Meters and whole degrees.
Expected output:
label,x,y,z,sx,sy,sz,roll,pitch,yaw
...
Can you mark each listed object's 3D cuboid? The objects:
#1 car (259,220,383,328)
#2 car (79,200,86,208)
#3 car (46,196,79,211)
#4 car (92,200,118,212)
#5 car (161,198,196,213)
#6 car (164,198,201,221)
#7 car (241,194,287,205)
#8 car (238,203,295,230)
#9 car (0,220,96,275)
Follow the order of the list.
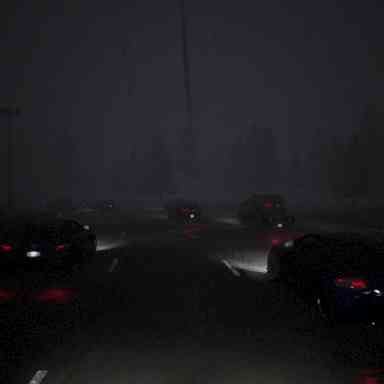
label,x,y,z,sx,sy,sz,roll,pitch,yaw
car,3.080,1.564,7.165,1.994,1.385,4.181,0,0,-4
car,-16.780,1.601,46.130,4.718,1.301,1.895,0,0,39
car,-16.004,1.352,40.349,2.097,1.767,4.553,0,0,-42
car,-10.112,1.564,38.649,1.994,1.385,4.181,0,0,-33
car,-1.666,1.491,38.934,2.128,1.511,4.902,0,0,-29
car,-0.706,1.506,26.949,1.837,1.490,4.892,0,0,-17
car,6.014,1.222,28.847,2.150,2.045,5.566,0,0,-17
car,4.515,1.601,21.118,1.895,1.301,4.718,0,0,-13
car,-4.321,1.565,10.540,1.994,1.385,4.181,0,0,-7
